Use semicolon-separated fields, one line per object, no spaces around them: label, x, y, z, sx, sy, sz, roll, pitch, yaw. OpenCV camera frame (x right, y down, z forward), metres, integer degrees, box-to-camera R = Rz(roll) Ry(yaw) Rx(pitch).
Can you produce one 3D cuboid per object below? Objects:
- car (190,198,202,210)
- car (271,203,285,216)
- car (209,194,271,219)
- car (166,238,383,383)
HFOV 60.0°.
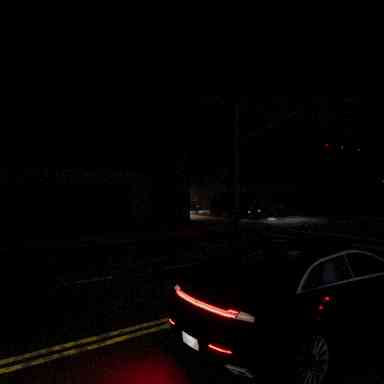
car;-0.776;1.489;41.552;2.128;1.511;4.902;0;0;-37
car;6.507;1.475;31.796;1.882;1.535;5.008;0;0;-37
car;3.859;1.222;29.495;2.150;2.045;5.566;0;0;-37
car;1.954;1.491;5.223;4.902;1.511;2.128;0;0;-35
